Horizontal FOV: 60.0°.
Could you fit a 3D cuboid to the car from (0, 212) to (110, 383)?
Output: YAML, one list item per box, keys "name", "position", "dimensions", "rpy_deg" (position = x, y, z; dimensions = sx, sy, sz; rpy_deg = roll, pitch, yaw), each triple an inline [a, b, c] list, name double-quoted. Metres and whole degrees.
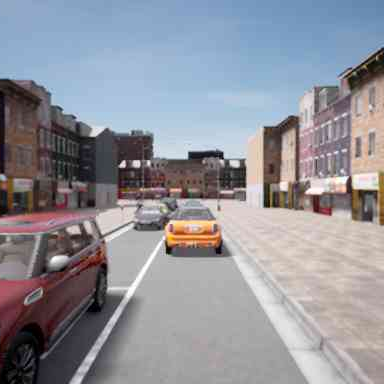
- name: "car"
  position: [-2.646, 1.314, 4.925]
  dimensions: [2.192, 1.841, 5.009]
  rpy_deg: [0, 0, 0]

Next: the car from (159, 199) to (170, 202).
- name: "car"
  position: [-2.647, 1.528, 26.463]
  dimensions: [1.752, 1.417, 4.829]
  rpy_deg: [0, 0, 0]

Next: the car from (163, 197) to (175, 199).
- name: "car"
  position: [-3.024, 1.514, 38.920]
  dimensions: [1.837, 1.490, 4.892]
  rpy_deg: [0, 0, 0]

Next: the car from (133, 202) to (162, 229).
- name: "car"
  position: [-2.646, 1.552, 21.205]
  dimensions: [2.008, 1.369, 4.403]
  rpy_deg: [0, 0, 0]

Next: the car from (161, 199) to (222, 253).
- name: "car"
  position: [0.069, 1.350, 13.846]
  dimensions: [2.097, 1.767, 4.553]
  rpy_deg: [0, 0, 0]

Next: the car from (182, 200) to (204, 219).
- name: "car"
  position: [0.073, 1.530, 30.113]
  dimensions: [1.812, 1.442, 4.674]
  rpy_deg: [0, 0, 0]

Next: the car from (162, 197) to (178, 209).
- name: "car"
  position: [-3.020, 1.493, 45.921]
  dimensions: [1.882, 1.535, 5.008]
  rpy_deg: [0, 0, 0]
